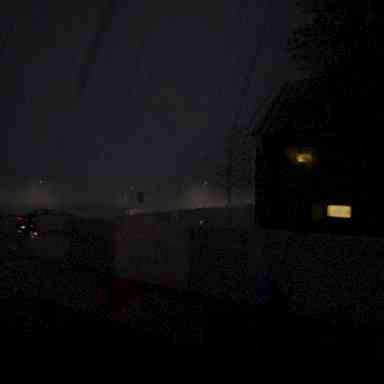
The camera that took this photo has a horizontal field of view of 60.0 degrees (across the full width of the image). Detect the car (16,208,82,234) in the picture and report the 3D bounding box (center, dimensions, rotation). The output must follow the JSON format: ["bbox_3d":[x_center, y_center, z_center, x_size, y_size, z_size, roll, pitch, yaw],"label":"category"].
[{"bbox_3d":[-8.509,1.777,20.789,2.128,1.511,4.902,1,0,21],"label":"car"}]
